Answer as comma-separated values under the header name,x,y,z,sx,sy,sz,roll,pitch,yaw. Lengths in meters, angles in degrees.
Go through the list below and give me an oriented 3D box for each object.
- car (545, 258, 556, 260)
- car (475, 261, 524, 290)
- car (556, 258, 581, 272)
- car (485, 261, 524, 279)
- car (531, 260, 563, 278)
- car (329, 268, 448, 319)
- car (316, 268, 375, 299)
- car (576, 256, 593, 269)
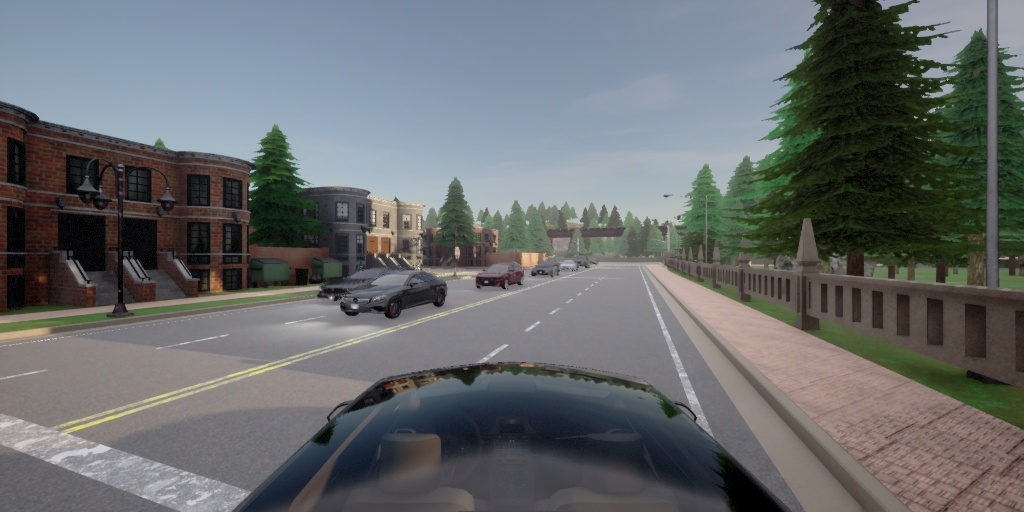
name,x,y,z,sx,sy,sz,roll,pitch,yaw
car,5.506,1.100,51.802,2.097,1.767,4.553,0,0,19
car,-0.678,1.228,22.971,1.882,1.535,5.008,0,0,19
car,7.276,1.276,46.174,1.812,1.442,4.674,0,0,19
car,-0.574,1.240,34.071,2.128,1.511,4.902,0,0,19
car,3.228,1.314,34.365,1.994,1.385,4.181,0,0,19
car,-4.044,1.276,13.144,1.812,1.442,4.674,0,0,19
car,-6.431,1.297,16.981,2.033,1.411,5.357,0,0,19
car,11.110,0.970,57.323,2.150,2.045,5.566,0,0,19
